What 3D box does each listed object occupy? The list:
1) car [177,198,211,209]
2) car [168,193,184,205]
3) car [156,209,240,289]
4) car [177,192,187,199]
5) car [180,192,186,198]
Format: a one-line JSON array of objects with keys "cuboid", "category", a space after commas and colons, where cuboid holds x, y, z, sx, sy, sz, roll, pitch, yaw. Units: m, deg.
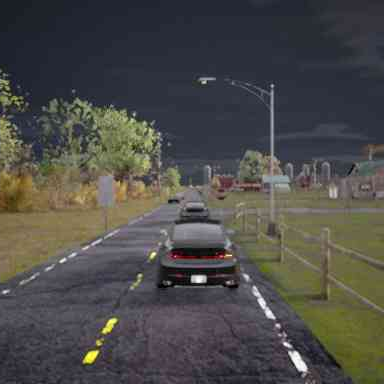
[{"cuboid": [0.181, 1.350, 22.005, 1.837, 1.490, 4.892, 0, 0, 0], "category": "car"}, {"cuboid": [-2.652, 1.223, 50.711, 1.895, 1.301, 4.718, 0, 0, 0], "category": "car"}, {"cuboid": [0.135, 1.443, 8.949, 1.837, 1.490, 4.892, 0, 0, 0], "category": "car"}, {"cuboid": [-2.446, 0.828, 81.322, 2.128, 1.511, 4.902, 0, 1, 0], "category": "car"}, {"cuboid": [-2.494, 0.943, 68.555, 1.882, 1.535, 5.008, 0, 0, 0], "category": "car"}]
